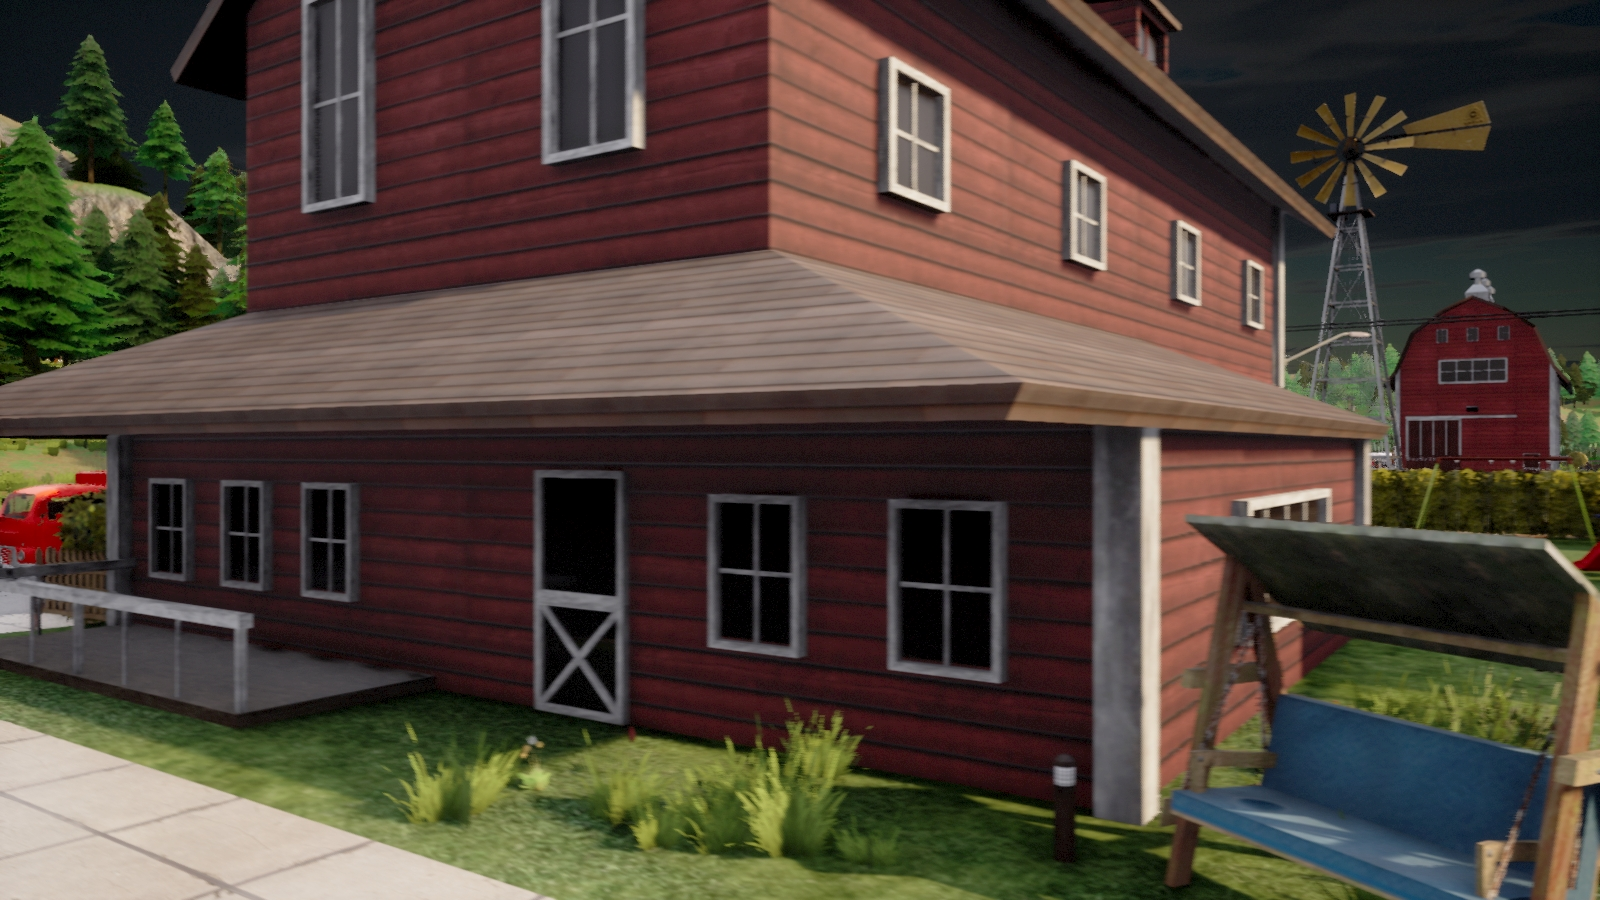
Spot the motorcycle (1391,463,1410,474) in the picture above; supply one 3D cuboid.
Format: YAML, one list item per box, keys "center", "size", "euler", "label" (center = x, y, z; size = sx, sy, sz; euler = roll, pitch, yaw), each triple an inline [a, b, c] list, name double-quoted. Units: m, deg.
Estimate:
- center: [69.041, 2.139, 131.366]
  size: [1.805, 1.316, 0.856]
  euler: [0, -1, 39]
  label: "motorcycle"

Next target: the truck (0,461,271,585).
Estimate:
- center: [-15.665, 1.555, 26.858]
  size: [2.627, 2.467, 5.204]
  euler: [0, 1, 35]
  label: "truck"
